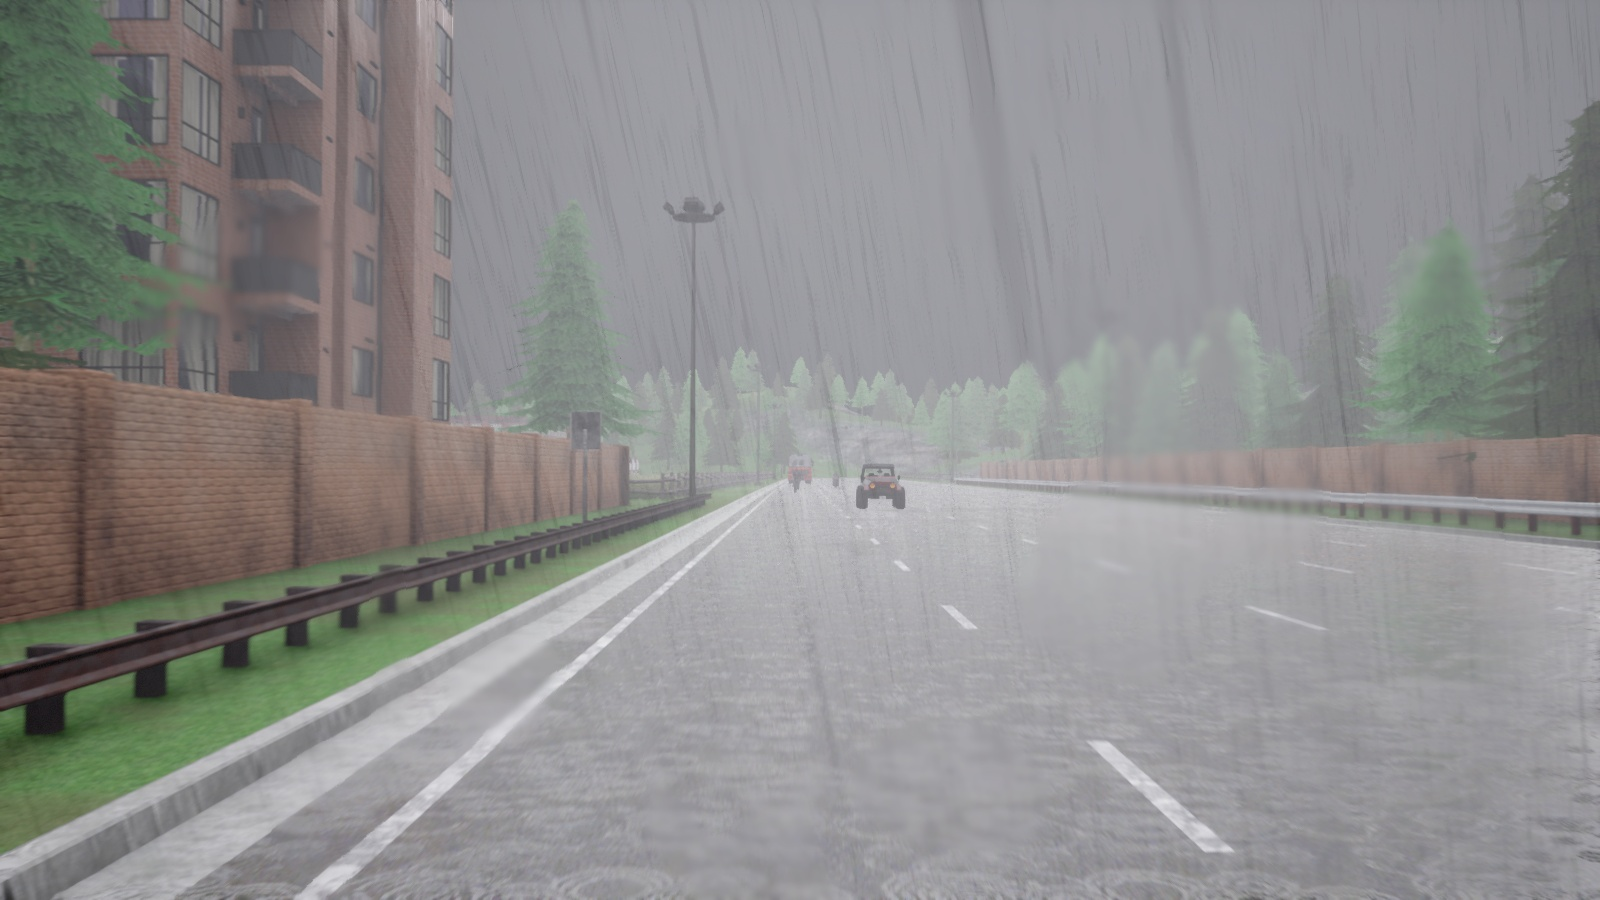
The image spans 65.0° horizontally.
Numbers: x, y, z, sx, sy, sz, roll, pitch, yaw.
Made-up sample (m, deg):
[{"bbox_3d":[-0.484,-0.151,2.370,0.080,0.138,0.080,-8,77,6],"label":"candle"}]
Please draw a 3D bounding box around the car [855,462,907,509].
[{"bbox_3d":[3.371,1.479,52.745,1.905,1.878,3.866,0,-1,0],"label":"car"}]
